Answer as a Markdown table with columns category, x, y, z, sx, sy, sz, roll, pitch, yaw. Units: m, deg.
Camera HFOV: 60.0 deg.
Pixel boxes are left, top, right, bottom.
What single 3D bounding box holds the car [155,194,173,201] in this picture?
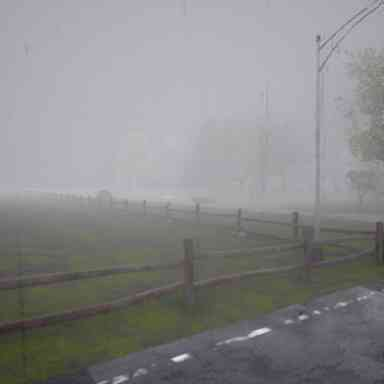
| category | x | y | z | sx | sy | sz | roll | pitch | yaw |
| --- | --- | --- | --- | --- | --- | --- | --- | --- | --- |
| car | -5.549 | 1.027 | 64.799 | 1.895 | 1.301 | 4.718 | 0 | 1 | -33 |

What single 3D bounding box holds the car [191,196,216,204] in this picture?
| category | x | y | z | sx | sy | sz | roll | pitch | yaw |
| --- | --- | --- | --- | --- | --- | --- | --- | --- | --- |
| car | 1.752 | 1.237 | 53.632 | 1.895 | 1.301 | 4.718 | 0 | 1 | -33 |
